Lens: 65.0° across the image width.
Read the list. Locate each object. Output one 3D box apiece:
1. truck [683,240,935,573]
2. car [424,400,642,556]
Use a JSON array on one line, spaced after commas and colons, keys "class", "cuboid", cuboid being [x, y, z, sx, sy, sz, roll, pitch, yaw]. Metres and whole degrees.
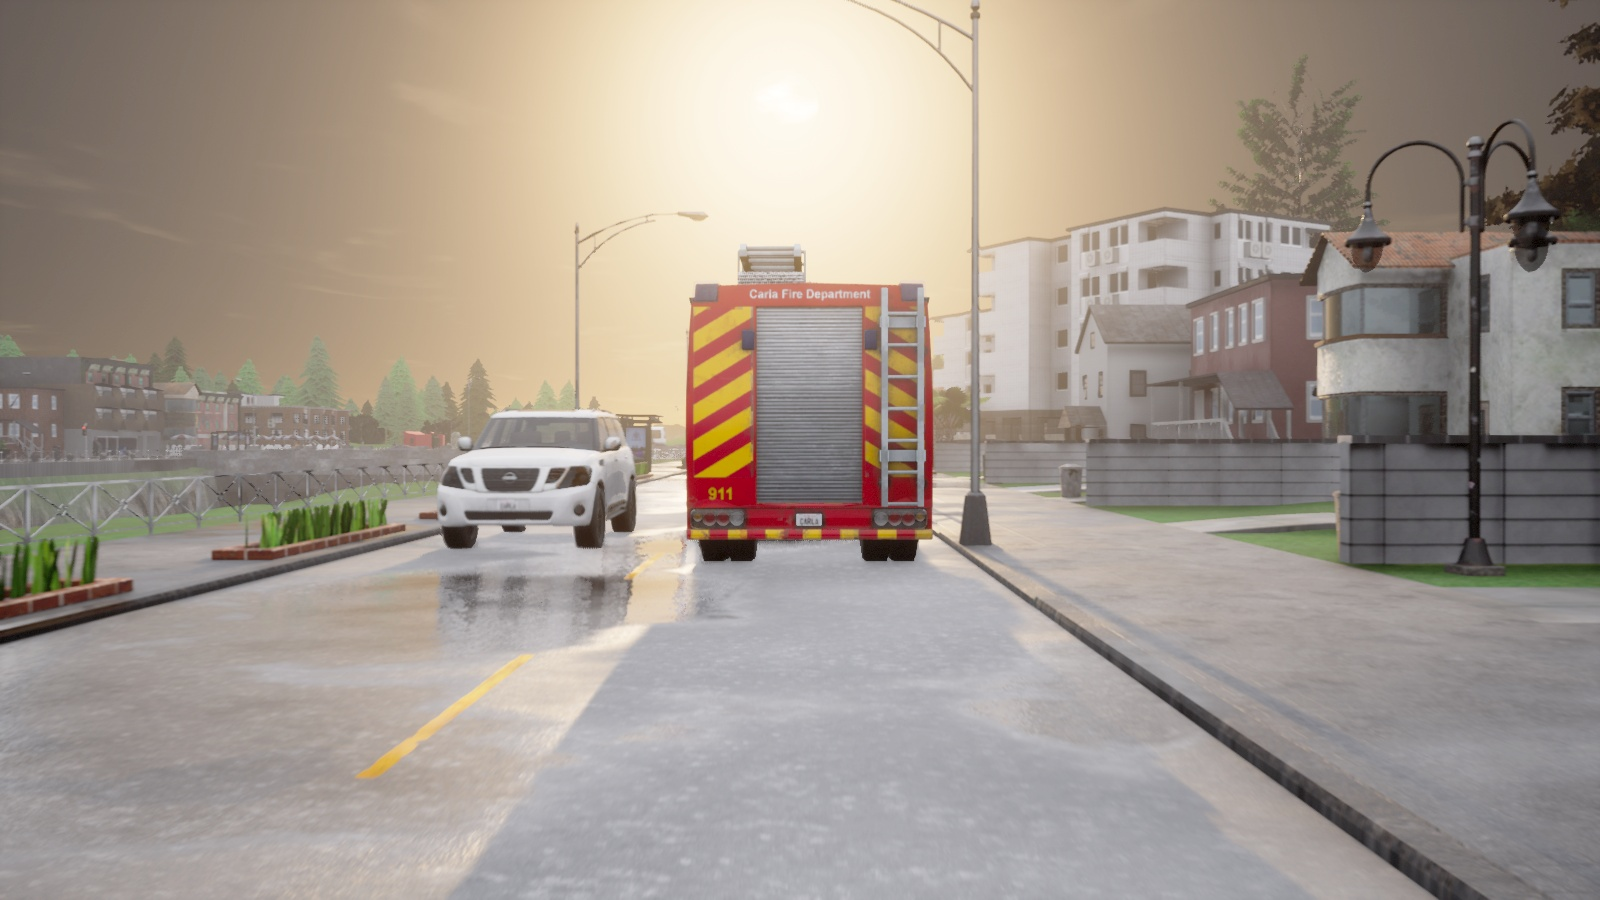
[{"class": "truck", "cuboid": [0.124, -0.523, 18.662, 2.891, 3.827, 8.468, 0, 0, 0]}, {"class": "car", "cuboid": [-3.874, 0.353, 19.340, 2.150, 2.045, 5.566, 0, 0, 0]}]
